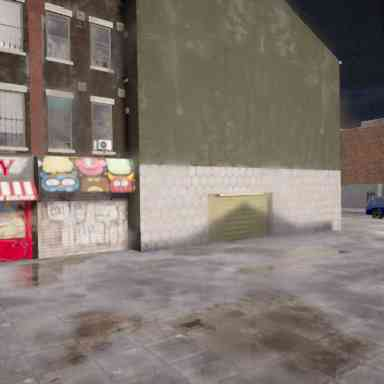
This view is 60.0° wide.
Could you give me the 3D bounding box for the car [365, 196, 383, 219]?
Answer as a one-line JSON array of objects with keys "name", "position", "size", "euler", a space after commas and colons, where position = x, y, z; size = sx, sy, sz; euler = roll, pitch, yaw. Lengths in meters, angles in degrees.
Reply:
[{"name": "car", "position": [17.589, 1.335, 27.907], "size": [2.150, 2.045, 5.566], "euler": [-1, 0, -35]}]
